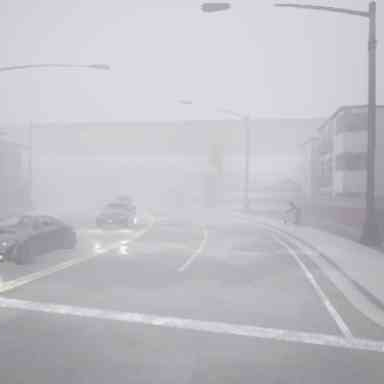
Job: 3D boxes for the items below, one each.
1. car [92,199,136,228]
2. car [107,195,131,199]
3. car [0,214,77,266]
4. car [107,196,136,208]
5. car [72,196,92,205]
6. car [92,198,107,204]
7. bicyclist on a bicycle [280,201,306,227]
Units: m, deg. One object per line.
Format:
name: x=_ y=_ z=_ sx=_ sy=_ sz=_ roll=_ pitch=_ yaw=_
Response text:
car: x=-4.847 y=1.413 z=21.562 sx=1.812 sy=1.442 sz=4.674 roll=1 pitch=0 yaw=-3
car: x=-6.655 y=1.156 z=31.982 sx=2.097 sy=1.767 sz=4.553 roll=1 pitch=0 yaw=-18
car: x=-5.622 y=1.460 z=11.141 sx=1.994 sy=1.385 sz=4.181 roll=1 pitch=0 yaw=8
car: x=-9.969 y=1.343 z=46.840 sx=2.128 sy=1.511 sz=4.902 roll=2 pitch=-1 yaw=-35
car: x=-18.182 y=1.402 z=55.577 sx=4.892 sy=1.490 sz=1.837 roll=-1 pitch=-2 yaw=40
car: x=-10.569 y=1.354 z=41.214 sx=1.895 sy=1.301 sz=4.718 roll=2 pitch=-1 yaw=-30
bicyclist on a bicycle: x=6.421 y=1.428 z=21.065 sx=1.656 sy=1.620 sz=0.582 roll=1 pitch=0 yaw=-1
